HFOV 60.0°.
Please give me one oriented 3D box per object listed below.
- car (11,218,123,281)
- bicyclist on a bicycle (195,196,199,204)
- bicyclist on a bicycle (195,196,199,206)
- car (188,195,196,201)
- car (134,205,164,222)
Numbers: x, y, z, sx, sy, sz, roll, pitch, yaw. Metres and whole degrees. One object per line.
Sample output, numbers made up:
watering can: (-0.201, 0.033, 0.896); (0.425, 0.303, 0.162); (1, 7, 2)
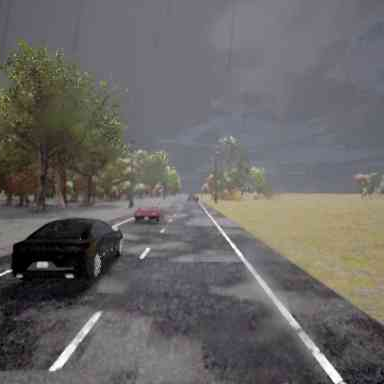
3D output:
car: (-3.396, 1.508, 10.033); (1.882, 1.535, 5.008); (0, 0, 0)
bicyclist on a bicycle: (0.977, 1.640, 69.000); (0.866, 1.612, 1.509); (0, 0, 0)
bicyclist on a bicycle: (0.977, 1.545, 59.171); (0.659, 1.776, 1.843); (0, 0, 0)
car: (0.021, 1.479, 85.319); (2.097, 1.767, 4.553); (0, 0, 0)
car: (-3.395, 1.680, 27.011); (1.895, 1.301, 4.718); (0, 0, 0)
